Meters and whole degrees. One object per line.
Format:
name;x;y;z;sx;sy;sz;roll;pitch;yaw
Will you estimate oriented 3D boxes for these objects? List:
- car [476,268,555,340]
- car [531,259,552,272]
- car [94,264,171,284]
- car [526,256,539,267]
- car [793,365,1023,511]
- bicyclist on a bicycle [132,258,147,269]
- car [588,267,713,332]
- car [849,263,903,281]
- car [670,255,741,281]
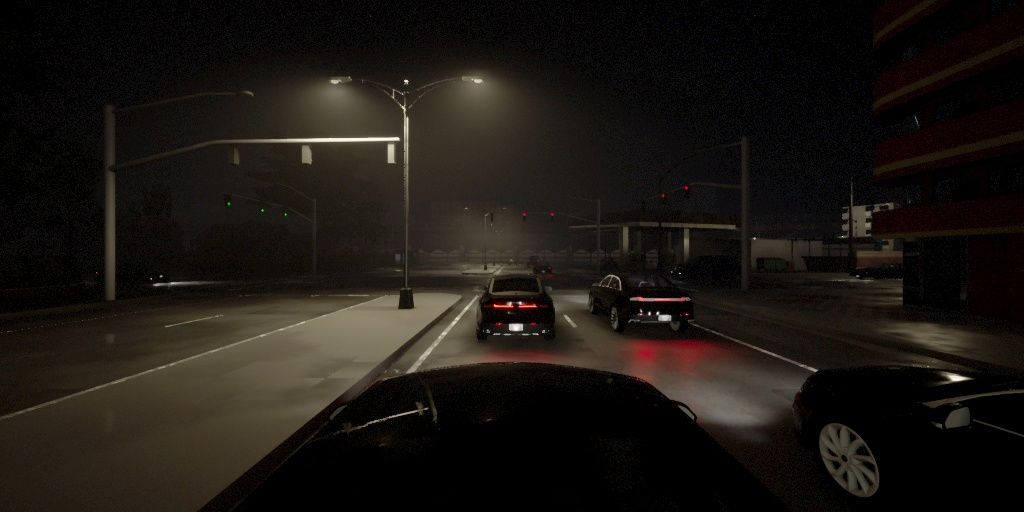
car;0.100;1.255;9.984;1.837;1.490;4.892;0;0;0
car;3.476;1.351;40.846;1.895;1.301;4.718;0;0;2
car;-27.749;1.314;26.308;4.181;1.385;1.994;0;0;0
car;3.740;0.971;64.005;2.150;2.045;5.566;0;0;0
car;3.600;1.255;1.430;1.837;1.490;4.892;0;0;0
bicyclist on a bicycle;-38.211;1.053;36.732;0.582;1.620;1.656;0;0;0
car;3.607;1.242;10.838;2.128;1.511;4.902;0;0;0
car;31.592;1.297;30.033;5.357;1.411;2.033;0;0;-1
car;16.035;0.971;29.818;5.566;2.045;2.150;0;0;-1
